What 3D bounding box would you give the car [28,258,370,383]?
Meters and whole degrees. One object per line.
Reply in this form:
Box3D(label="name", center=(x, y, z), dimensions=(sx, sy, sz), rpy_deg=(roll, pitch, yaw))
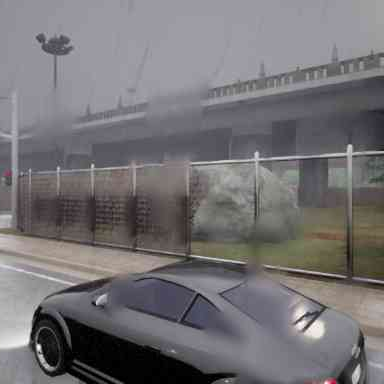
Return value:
Box3D(label="car", center=(-0.173, 1.564, 4.114), dimensions=(4.181, 1.385, 1.994), rpy_deg=(0, 0, 36))
